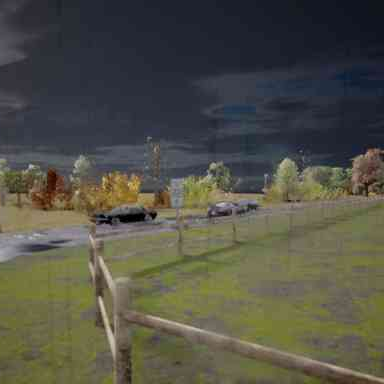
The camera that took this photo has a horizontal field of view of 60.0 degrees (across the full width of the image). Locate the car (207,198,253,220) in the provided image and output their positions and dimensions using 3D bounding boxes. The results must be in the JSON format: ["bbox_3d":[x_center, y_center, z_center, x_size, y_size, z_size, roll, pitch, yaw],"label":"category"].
[{"bbox_3d":[3.040,1.466,27.856,1.812,1.442,4.674,0,0,36],"label":"car"}]

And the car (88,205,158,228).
[{"bbox_3d":[-4.538,1.558,22.365,1.895,1.301,4.718,0,0,36],"label":"car"}]

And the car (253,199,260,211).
[{"bbox_3d":[5.888,1.431,36.827,1.837,1.490,4.892,0,0,36],"label":"car"}]
